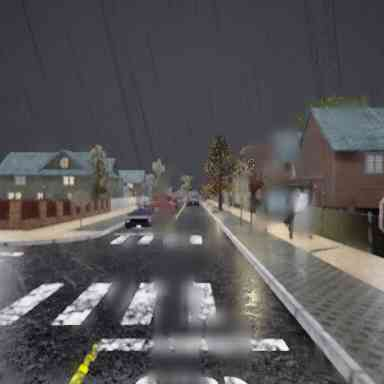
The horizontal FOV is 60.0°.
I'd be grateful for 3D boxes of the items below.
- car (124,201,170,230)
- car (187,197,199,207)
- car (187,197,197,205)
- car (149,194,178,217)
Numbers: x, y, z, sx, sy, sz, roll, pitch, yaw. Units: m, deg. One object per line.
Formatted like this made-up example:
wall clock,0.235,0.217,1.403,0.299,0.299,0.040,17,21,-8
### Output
car,-2.909,1.550,21.505,2.033,1.411,5.357,0,0,2
car,0.132,1.703,53.828,1.994,1.385,4.181,0,0,-1
car,0.039,1.712,63.995,1.837,1.490,4.892,0,0,0
car,-2.825,1.254,32.102,2.150,2.045,5.566,0,-1,1
